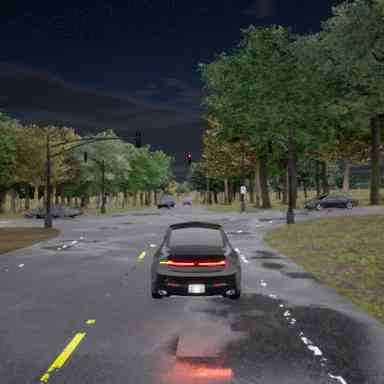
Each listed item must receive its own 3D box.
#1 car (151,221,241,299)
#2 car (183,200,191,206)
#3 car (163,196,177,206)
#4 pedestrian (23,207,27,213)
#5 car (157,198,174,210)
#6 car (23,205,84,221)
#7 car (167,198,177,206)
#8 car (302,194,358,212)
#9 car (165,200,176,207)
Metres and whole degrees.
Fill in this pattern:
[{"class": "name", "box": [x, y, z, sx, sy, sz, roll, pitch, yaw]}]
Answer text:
[{"class": "car", "box": [0.087, 1.508, 8.461, 1.837, 1.490, 4.892, 0, 0, 0]}, {"class": "car", "box": [-1.278, 2.630, 80.743, 1.895, 1.301, 4.718, 0, -2, -1]}, {"class": "car", "box": [-4.382, 1.798, 60.075, 2.150, 2.045, 5.566, 0, -1, -2]}, {"class": "pedestrian", "box": [-18.098, 2.201, 36.061, 0.375, 1.300, 0.375, 0, 1, 2]}, {"class": "car", "box": [-4.181, 2.004, 50.209, 1.895, 1.301, 4.718, 0, -1, -1]}, {"class": "car", "box": [-13.242, 1.969, 31.968, 5.357, 1.411, 2.033, -2, -1, 2]}, {"class": "car", "box": [-4.777, 2.388, 80.633, 2.097, 1.767, 4.553, 0, -2, -1]}, {"class": "car", "box": [12.639, 0.954, 30.558, 4.892, 1.490, 1.837, -2, -1, -5]}, {"class": "car", "box": [-4.543, 2.313, 70.342, 2.033, 1.411, 5.357, 0, -1, -1]}]
